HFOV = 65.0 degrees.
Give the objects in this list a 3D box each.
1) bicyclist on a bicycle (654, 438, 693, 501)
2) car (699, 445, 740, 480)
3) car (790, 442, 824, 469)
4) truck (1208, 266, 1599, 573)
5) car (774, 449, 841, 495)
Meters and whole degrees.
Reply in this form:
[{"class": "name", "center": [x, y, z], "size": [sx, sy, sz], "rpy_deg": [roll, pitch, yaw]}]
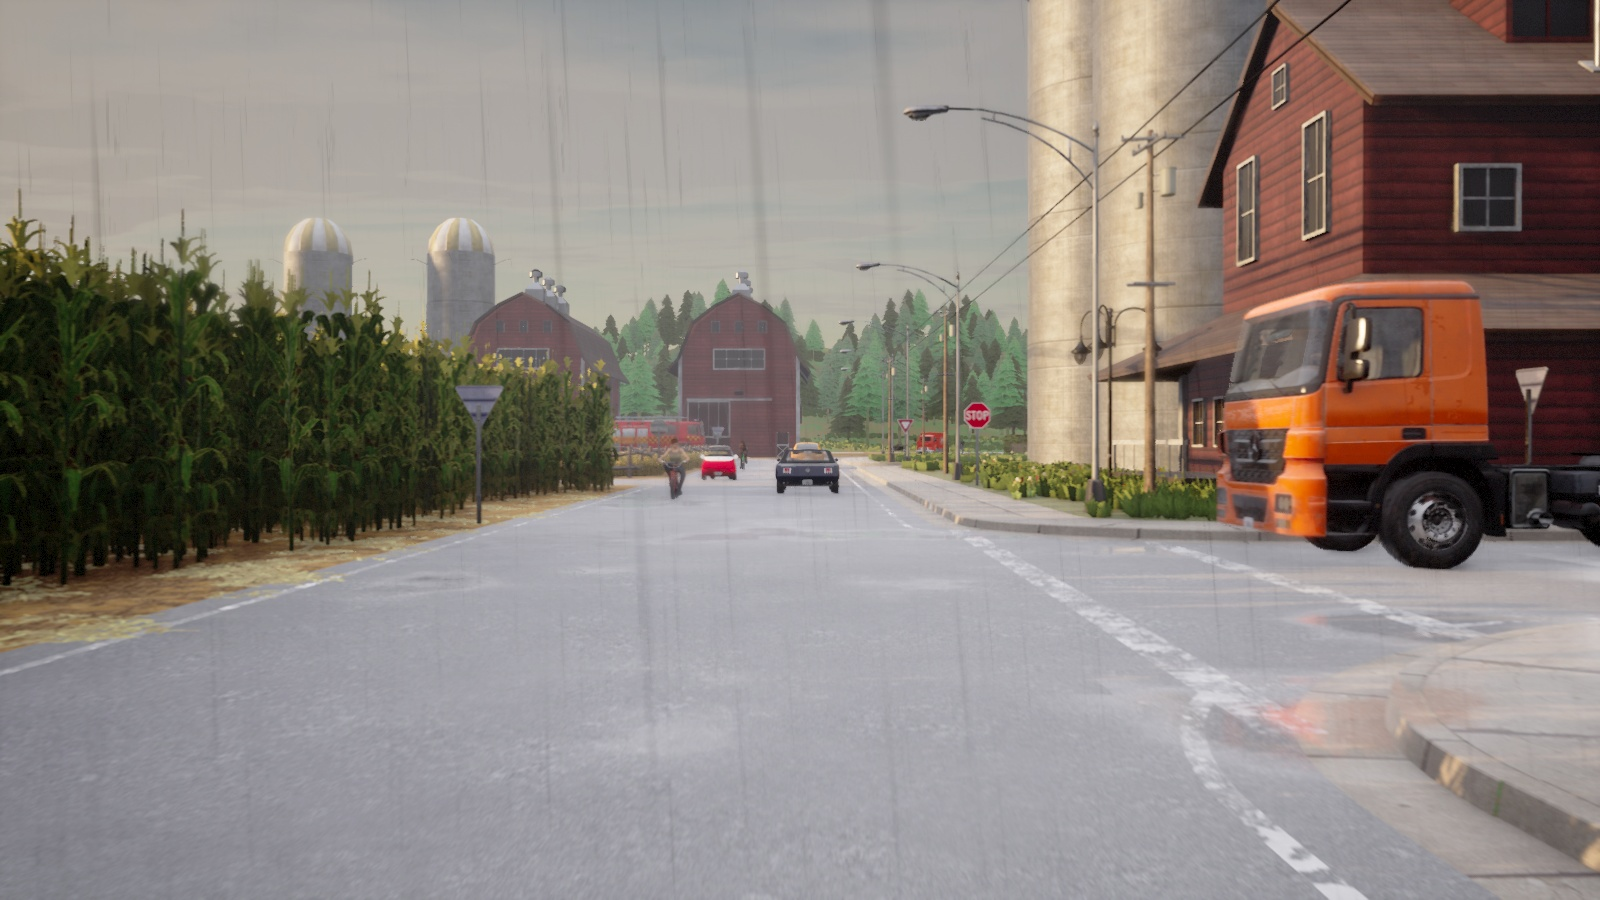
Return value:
[{"class": "bicyclist on a bicycle", "center": [-3.296, 0.486, 32.831], "size": [0.866, 1.612, 1.509], "rpy_deg": [0, 0, 0]}, {"class": "car", "center": [-3.200, 0.502, 50.163], "size": [1.481, 1.376, 2.207], "rpy_deg": [0, 0, 0]}, {"class": "car", "center": [0.425, 0.296, 72.355], "size": [1.882, 1.535, 5.008], "rpy_deg": [0, 0, 0]}, {"class": "truck", "center": [9.520, -0.347, 15.645], "size": [7.936, 3.462, 2.891], "rpy_deg": [0, 0, -1]}, {"class": "car", "center": [0.231, 0.622, 38.033], "size": [1.895, 1.301, 4.718], "rpy_deg": [0, 0, 0]}]
